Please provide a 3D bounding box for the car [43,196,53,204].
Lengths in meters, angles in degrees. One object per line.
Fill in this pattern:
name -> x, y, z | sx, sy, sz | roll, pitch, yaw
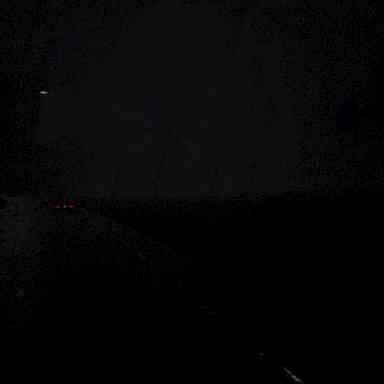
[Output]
car -> -26.548, 1.505, 61.813 | 2.033, 1.411, 5.357 | -1, 1, -27

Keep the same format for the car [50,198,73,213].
car -> -14.542, 1.606, 37.581 | 2.033, 1.411, 5.357 | -1, 0, -25
